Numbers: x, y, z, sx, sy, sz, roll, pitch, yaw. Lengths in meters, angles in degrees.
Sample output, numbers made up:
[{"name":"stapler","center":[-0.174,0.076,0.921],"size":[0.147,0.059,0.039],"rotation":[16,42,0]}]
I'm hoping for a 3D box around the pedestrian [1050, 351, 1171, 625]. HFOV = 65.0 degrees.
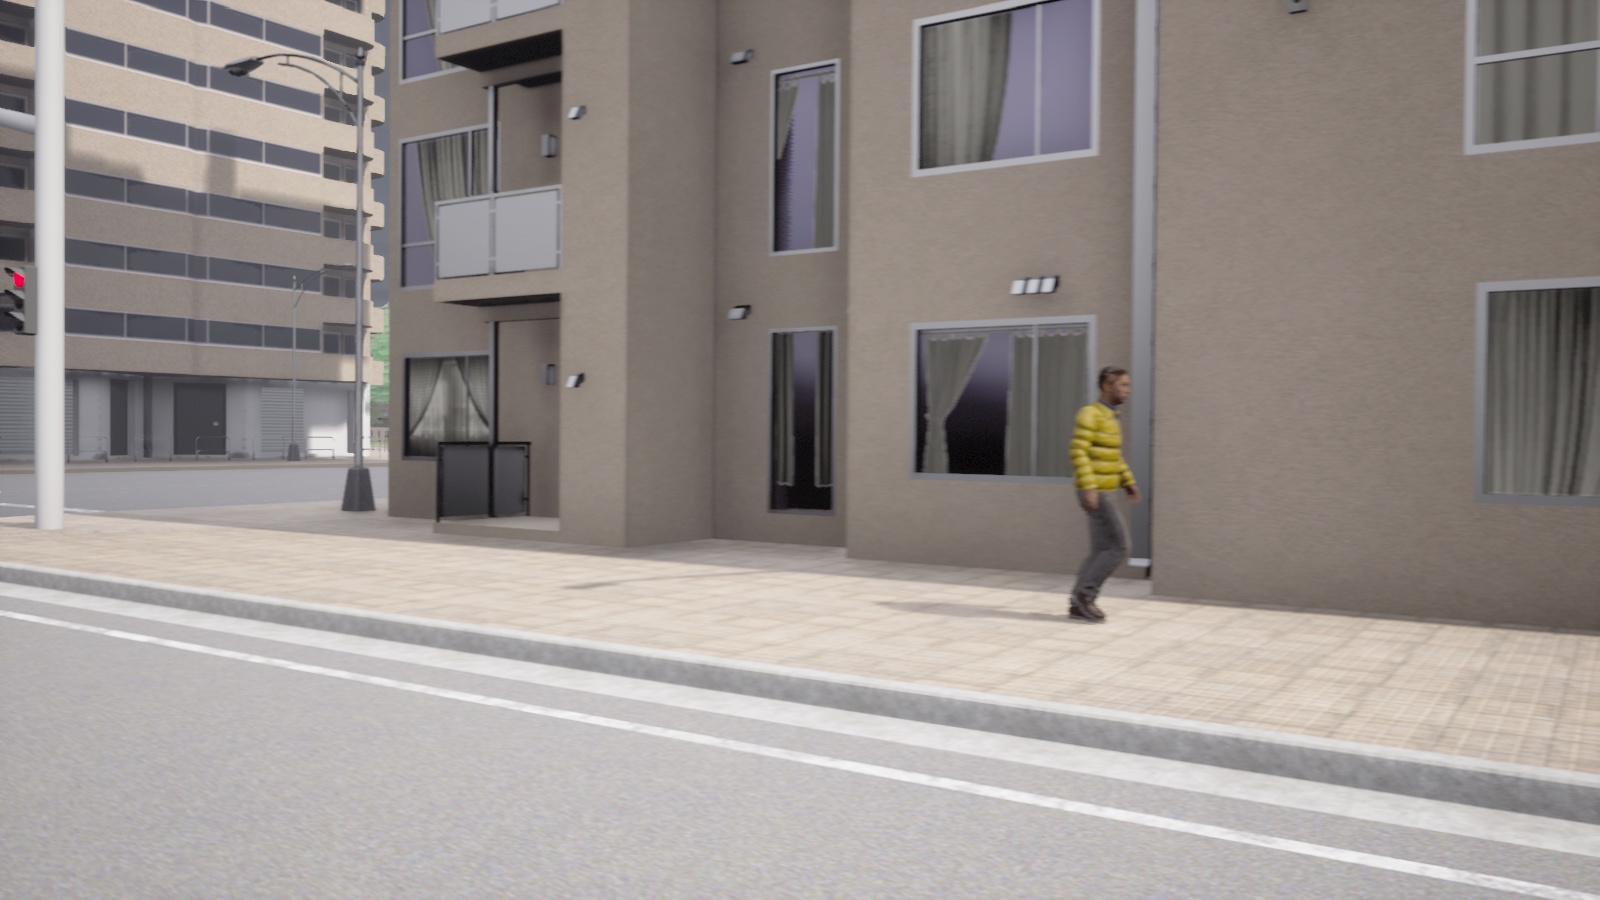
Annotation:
[{"name":"pedestrian","center":[2.178,0.250,8.807],"size":[0.709,1.840,0.431],"rotation":[0,1,35]}]
